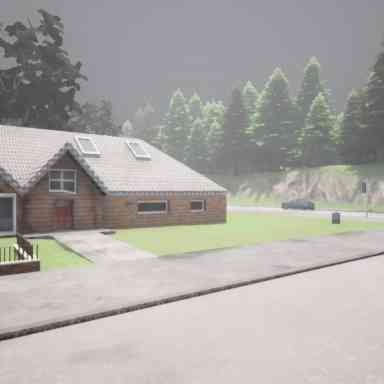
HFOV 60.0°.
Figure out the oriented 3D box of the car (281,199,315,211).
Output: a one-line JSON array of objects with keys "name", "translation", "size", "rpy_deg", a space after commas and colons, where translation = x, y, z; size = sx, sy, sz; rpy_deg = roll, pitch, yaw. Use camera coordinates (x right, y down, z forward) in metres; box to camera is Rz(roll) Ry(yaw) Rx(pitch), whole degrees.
[{"name": "car", "translation": [13.227, 1.561, 41.676], "size": [1.994, 1.385, 4.181], "rpy_deg": [0, 0, -35]}]
